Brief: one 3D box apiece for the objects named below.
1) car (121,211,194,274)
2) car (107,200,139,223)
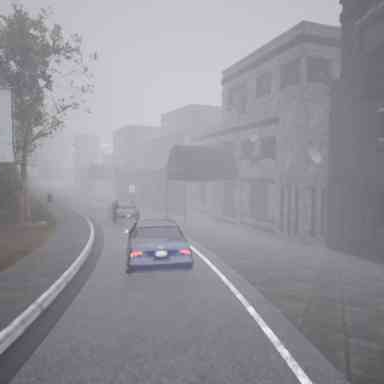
[{"bbox_3d":[-1.180,1.568,10.715,2.033,1.411,5.357,-1,0,-9],"label":"car"},{"bbox_3d":[-5.190,1.348,24.740,2.128,1.511,4.902,-2,2,-21],"label":"car"}]
